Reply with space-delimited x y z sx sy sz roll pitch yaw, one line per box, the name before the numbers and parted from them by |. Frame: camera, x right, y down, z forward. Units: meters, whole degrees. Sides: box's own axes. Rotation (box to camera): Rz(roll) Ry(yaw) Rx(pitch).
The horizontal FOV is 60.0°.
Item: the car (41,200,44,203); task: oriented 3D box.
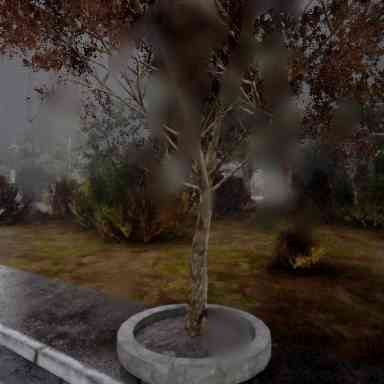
car | -19.620 1.192 48.630 1.812 1.442 4.674 1 0 32
